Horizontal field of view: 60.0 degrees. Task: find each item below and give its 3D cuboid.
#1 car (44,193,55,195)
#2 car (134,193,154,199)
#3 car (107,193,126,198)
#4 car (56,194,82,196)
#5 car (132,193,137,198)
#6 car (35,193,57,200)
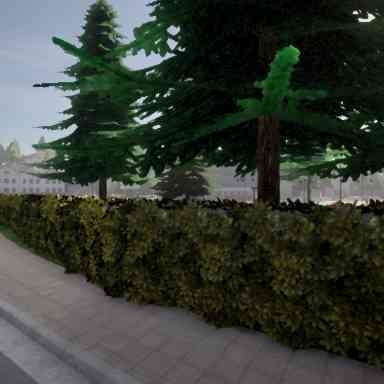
[{"bbox_3d":[-29.605,1.298,72.236,4.514,1.523,2.007,0,0,-36],"label":"car"},{"bbox_3d":[-7.908,1.384,60.724,3.806,1.475,1.970,0,0,-36],"label":"car"},{"bbox_3d":[-20.307,1.154,90.342,5.027,1.636,2.152,0,0,-36],"label":"car"},{"bbox_3d":[-23.826,1.320,64.084,3.633,1.501,1.845,0,0,-36],"label":"car"},{"bbox_3d":[-10.838,1.097,77.812,4.605,1.855,1.932,0,0,-36],"label":"car"},{"bbox_3d":[-36.273,1.097,82.782,4.605,1.855,1.932,0,0,-36],"label":"car"}]
